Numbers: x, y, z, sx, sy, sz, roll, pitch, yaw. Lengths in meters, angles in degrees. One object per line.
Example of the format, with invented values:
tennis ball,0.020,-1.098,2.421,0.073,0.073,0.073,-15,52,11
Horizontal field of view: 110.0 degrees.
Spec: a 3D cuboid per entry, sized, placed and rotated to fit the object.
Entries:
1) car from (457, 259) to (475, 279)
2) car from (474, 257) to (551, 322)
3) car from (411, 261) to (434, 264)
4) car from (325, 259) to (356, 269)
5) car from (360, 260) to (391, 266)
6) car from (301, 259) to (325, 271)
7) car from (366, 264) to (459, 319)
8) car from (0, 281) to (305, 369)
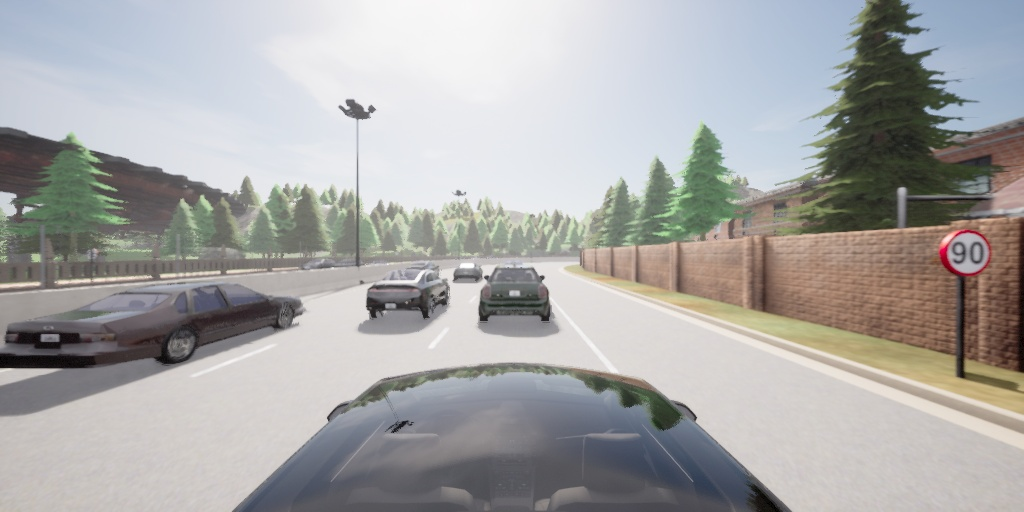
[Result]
car,-3.402,1.183,28.386,1.994,1.385,4.181,0,0,0
car,0.086,1.051,12.201,2.097,1.767,4.553,0,0,0
car,-6.903,1.125,28.056,1.837,1.490,4.892,0,0,0
car,-17.407,1.077,38.171,1.837,1.490,4.892,0,0,2
car,-13.926,1.138,37.497,1.994,1.385,4.181,0,0,2
car,-20.875,1.059,38.978,2.128,1.511,4.902,0,0,2
car,-3.412,1.188,12.528,2.128,1.511,4.902,0,0,0
car,-6.936,1.267,7.911,2.033,1.411,5.357,0,0,0
